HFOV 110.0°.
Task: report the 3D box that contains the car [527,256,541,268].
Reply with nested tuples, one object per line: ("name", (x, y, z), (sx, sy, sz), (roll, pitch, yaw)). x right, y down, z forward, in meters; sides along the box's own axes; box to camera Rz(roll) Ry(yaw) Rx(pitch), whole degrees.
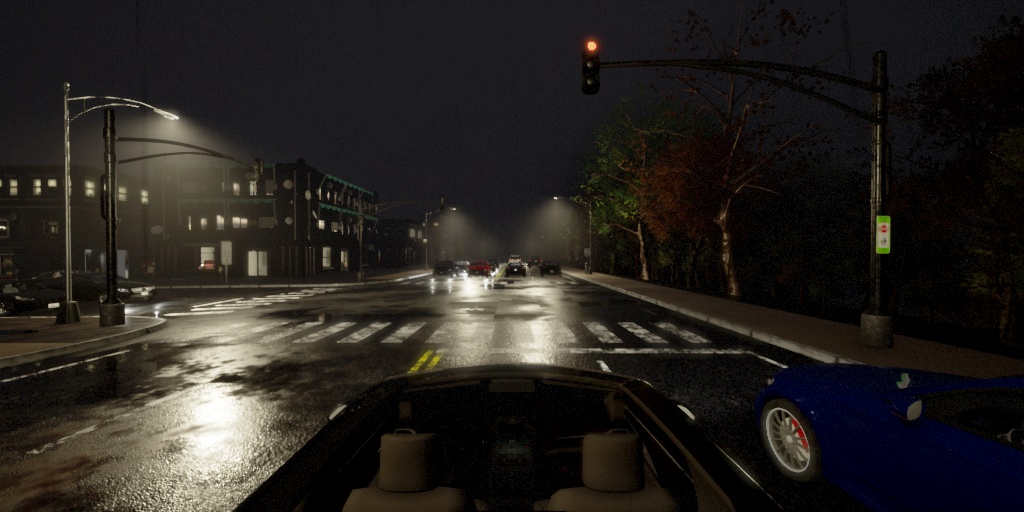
("car", (3.799, 0.950, 60.006), (2.150, 2.045, 5.566), (0, 0, 0))

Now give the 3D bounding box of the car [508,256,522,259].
("car", (0.555, 0.949, 60.828), (2.150, 2.045, 5.566), (0, 0, 0))

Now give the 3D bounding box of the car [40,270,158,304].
("car", (-19.219, 1.490, 16.556), (4.674, 1.442, 1.812), (-1, 1, 2))

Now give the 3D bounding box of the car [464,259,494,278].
("car", (-3.083, 1.217, 34.625), (1.882, 1.535, 5.008), (0, 0, 1))

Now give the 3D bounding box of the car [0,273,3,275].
("car", (-33.659, 1.654, 22.489), (4.207, 1.307, 1.802), (0, 0, 1))

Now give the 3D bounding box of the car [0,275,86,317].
("car", (-19.857, 1.565, 13.863), (4.313, 1.339, 1.948), (0, 0, 1))

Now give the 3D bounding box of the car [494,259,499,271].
("car", (-3.006, 1.261, 44.686), (1.812, 1.442, 4.674), (0, 0, 1))

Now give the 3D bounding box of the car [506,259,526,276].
("car", (0.369, 1.303, 36.793), (1.994, 1.385, 4.181), (0, 0, 0))

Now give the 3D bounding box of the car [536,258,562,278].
("car", (3.600, 1.217, 34.432), (1.882, 1.535, 5.008), (0, 0, 0))

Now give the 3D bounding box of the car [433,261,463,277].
("car", (-6.340, 1.217, 34.782), (1.882, 1.535, 5.008), (0, 0, 1))

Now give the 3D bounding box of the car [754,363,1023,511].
("car", (3.355, 1.276, 1.682), (1.812, 1.442, 4.674), (0, 0, 1))
